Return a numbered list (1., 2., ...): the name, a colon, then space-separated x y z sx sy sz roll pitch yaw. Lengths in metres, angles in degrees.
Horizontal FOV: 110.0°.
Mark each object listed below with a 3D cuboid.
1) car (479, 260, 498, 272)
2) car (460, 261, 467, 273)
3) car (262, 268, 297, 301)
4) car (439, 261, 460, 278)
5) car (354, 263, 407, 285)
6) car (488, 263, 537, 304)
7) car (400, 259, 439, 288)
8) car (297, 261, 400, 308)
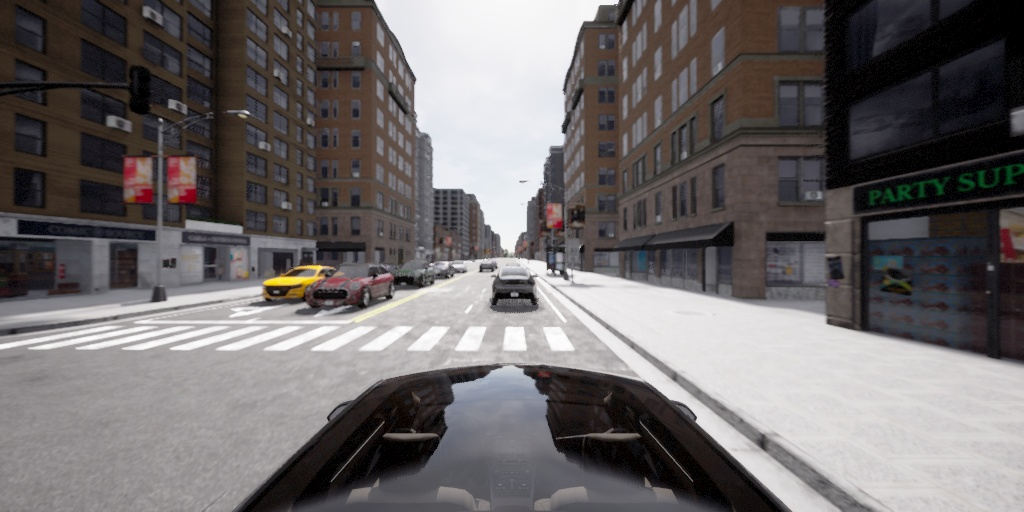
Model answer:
1. car: -3.253 1.272 46.914 2.128 1.511 4.902 0 0 0
2. car: -6.504 1.303 43.501 1.812 1.442 4.674 0 0 0
3. car: -9.846 1.236 17.480 1.882 1.535 5.008 0 0 0
4. car: -6.522 1.260 33.303 2.128 1.511 4.902 0 0 1
5. car: -9.816 1.312 27.284 2.033 1.411 5.357 0 0 0
6. car: 0.098 1.262 16.389 1.837 1.490 4.892 0 0 0
7. car: -6.582 1.115 24.044 2.097 1.767 4.553 0 0 0
8. car: -6.596 1.109 15.171 2.097 1.767 4.553 0 0 0
